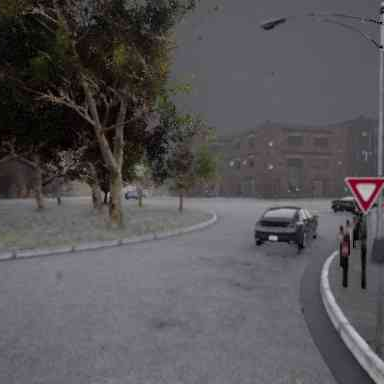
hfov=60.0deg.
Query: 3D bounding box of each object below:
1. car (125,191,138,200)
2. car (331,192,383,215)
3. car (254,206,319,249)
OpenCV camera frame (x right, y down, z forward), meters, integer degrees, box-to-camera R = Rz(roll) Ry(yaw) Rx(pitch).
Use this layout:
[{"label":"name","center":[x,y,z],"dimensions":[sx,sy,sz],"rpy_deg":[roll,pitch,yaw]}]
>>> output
[{"label":"car","center":[-10.136,0.551,55.445],"dimensions":[2.033,1.411,5.357],"rpy_deg":[0,1,-15]},{"label":"car","center":[13.931,1.019,28.179],"dimensions":[5.008,1.535,1.882],"rpy_deg":[-1,2,-31]},{"label":"car","center":[4.096,1.361,14.070],"dimensions":[1.837,1.490,4.892],"rpy_deg":[0,1,29]}]
